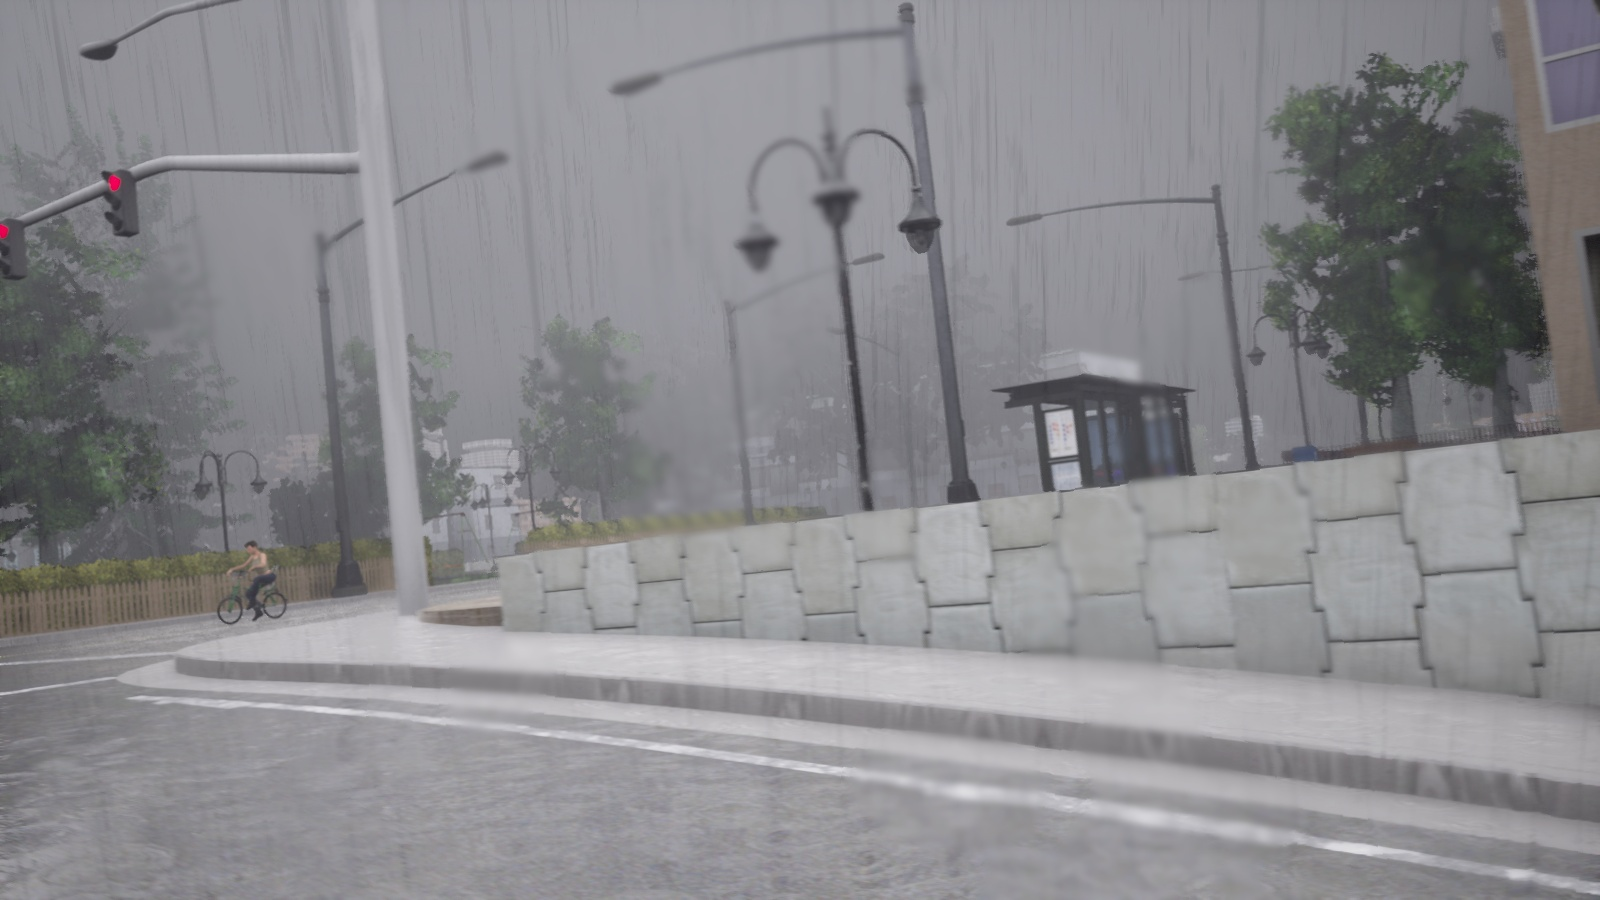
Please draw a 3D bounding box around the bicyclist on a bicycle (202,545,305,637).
[{"bbox_3d":[-10.880,2.802,25.043,0.866,1.612,1.509,-10,-4,35],"label":"bicyclist on a bicycle"}]
